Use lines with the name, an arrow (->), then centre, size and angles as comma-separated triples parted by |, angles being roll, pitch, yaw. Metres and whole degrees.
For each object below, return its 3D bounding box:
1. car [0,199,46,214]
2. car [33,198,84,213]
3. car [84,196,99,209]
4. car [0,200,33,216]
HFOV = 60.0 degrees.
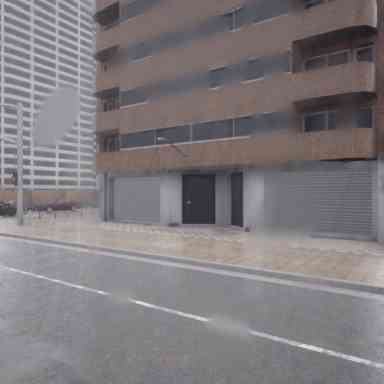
car -> -19.507, 1.547, 37.395 | 2.033, 1.411, 5.357 | 0, 0, 35
car -> -15.137, 1.477, 37.555 | 1.882, 1.535, 5.008 | 0, 0, 35
car -> -13.813, 1.563, 45.595 | 1.994, 1.385, 4.181 | 0, 0, 35
car -> -16.736, 1.525, 28.752 | 1.812, 1.442, 4.674 | 0, 0, 35
